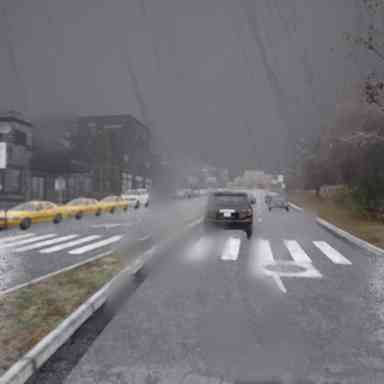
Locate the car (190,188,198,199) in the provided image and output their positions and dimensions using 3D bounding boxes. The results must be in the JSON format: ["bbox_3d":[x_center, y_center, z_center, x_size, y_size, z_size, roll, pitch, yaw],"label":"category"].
[{"bbox_3d":[-1.001,0.281,63.399,2.435,2.045,5.566,0,1,11],"label":"car"}]

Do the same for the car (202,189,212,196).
[{"bbox_3d":[4.216,0.089,90.240,1.946,1.575,5.366,0,1,11],"label":"car"}]

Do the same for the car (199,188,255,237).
[{"bbox_3d":[1.974,1.011,16.796,2.150,2.045,5.566,0,1,10],"label":"car"}]

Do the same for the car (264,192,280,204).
[{"bbox_3d":[10.913,0.764,45.522,1.882,1.535,5.008,0,1,11],"label":"car"}]

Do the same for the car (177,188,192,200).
[{"bbox_3d":[-2.046,0.622,58.014,2.231,1.521,4.892,0,1,11],"label":"car"}]

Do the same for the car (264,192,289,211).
[{"bbox_3d":[8.220,1.059,31.963,2.033,1.411,5.357,0,1,11],"label":"car"}]

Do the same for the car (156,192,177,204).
[{"bbox_3d":[-4.165,0.829,47.132,2.163,1.488,4.792,0,1,11],"label":"car"}]

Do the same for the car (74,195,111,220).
[{"bbox_3d":[-8.432,1.157,25.165,1.946,1.575,5.366,0,1,11],"label":"car"}]

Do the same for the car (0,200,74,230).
[{"bbox_3d":[-9.496,1.249,19.746,1.946,1.575,5.366,0,1,11],"label":"car"}]

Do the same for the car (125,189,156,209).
[{"bbox_3d":[-6.269,0.726,36.285,2.435,2.045,5.566,0,1,11],"label":"car"}]

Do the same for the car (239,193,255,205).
[{"bbox_3d":[7.330,0.898,44.156,1.994,1.385,4.181,0,1,11],"label":"car"}]

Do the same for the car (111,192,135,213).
[{"bbox_3d":[-7.378,1.068,30.588,1.946,1.575,5.366,0,1,11],"label":"car"}]

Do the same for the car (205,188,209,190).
[{"bbox_3d":[2.108,0.267,79.394,1.946,1.575,5.366,0,1,11],"label":"car"}]

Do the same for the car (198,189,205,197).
[{"bbox_3d":[0.743,0.382,72.660,2.231,1.521,4.892,0,1,12],"label":"car"}]
